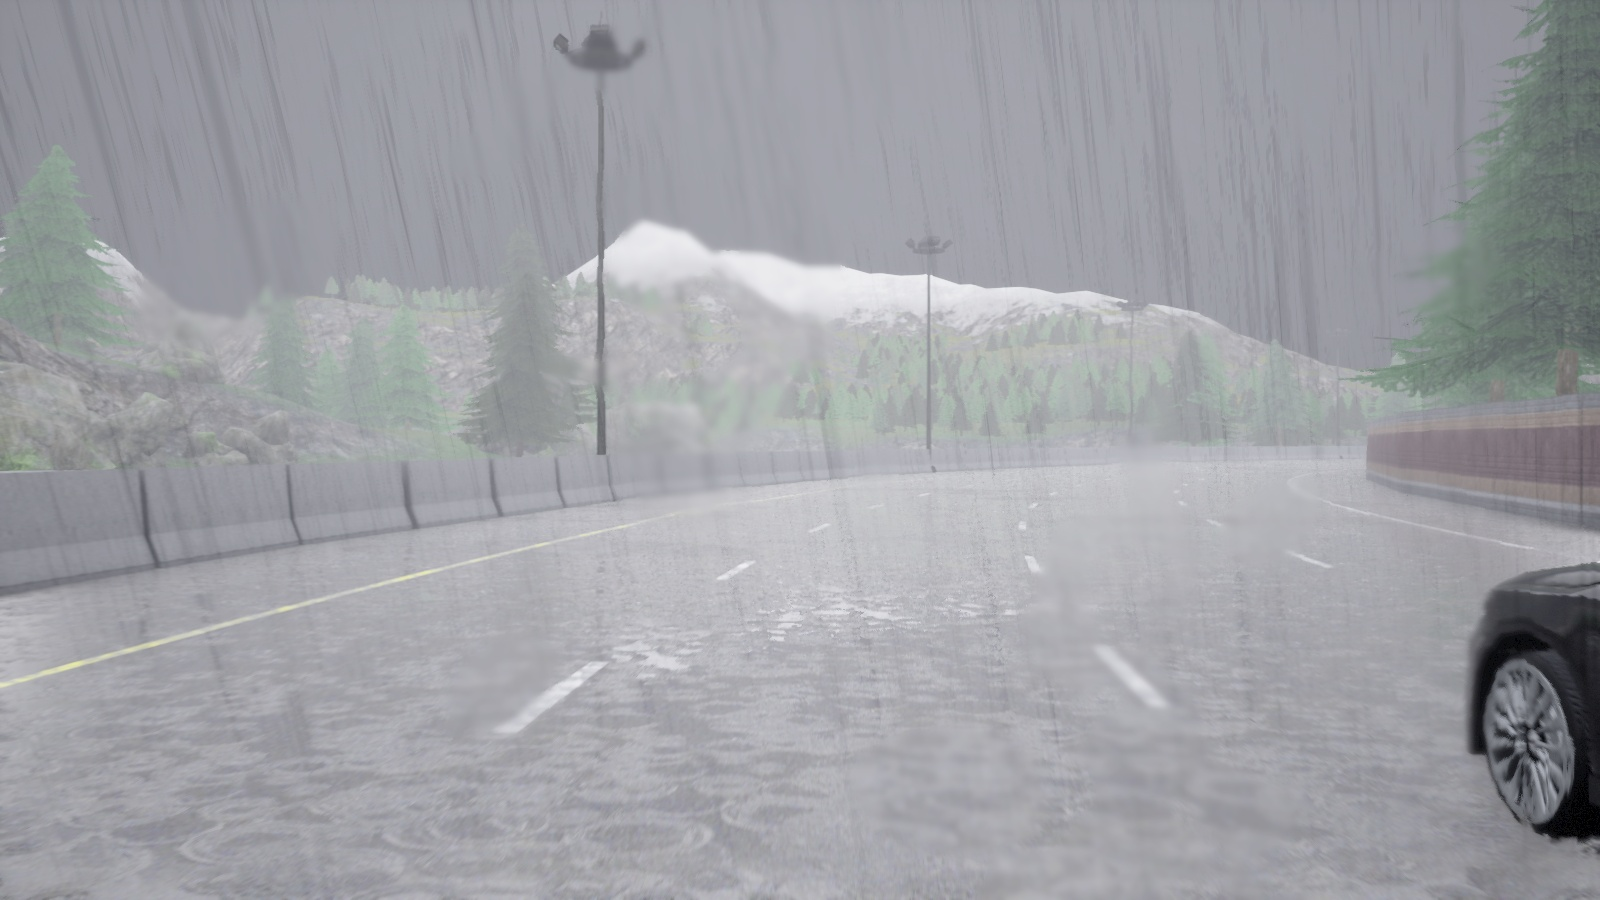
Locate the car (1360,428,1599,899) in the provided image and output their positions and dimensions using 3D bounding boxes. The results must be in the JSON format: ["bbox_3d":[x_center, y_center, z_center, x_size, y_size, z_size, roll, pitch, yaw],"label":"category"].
[{"bbox_3d":[3.597,0.687,3.409,2.128,1.511,4.902,0,0,2],"label":"car"}]
